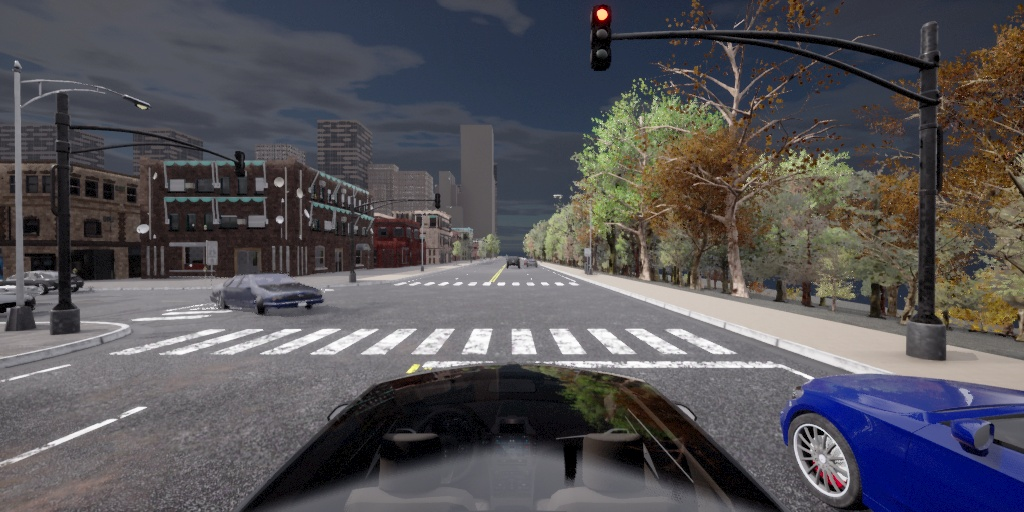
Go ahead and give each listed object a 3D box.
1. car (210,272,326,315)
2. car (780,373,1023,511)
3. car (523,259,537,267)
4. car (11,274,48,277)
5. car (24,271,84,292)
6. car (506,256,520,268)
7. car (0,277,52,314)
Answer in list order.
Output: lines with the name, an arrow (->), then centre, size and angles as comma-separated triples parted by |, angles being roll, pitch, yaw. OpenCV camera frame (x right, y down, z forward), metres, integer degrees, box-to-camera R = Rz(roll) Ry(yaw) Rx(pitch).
car -> -9.430, 1.329, 13.649 | 5.357, 1.411, 2.033 | -2, -1, 32
car -> 3.346, 1.276, 1.351 | 1.812, 1.442, 4.674 | 0, 0, 2
car -> 3.469, 1.219, 63.535 | 2.128, 1.511, 4.902 | 0, 0, 0
car -> -23.798, 1.617, 15.512 | 4.718, 1.301, 1.895 | -1, 1, 0
car -> -28.242, 1.560, 21.321 | 4.403, 1.370, 2.007 | 0, 0, 0
car -> 0.213, 0.950, 59.391 | 2.150, 2.045, 5.566 | 0, 0, 0
car -> -19.926, 1.565, 12.792 | 4.313, 1.339, 1.948 | 0, 0, 0
